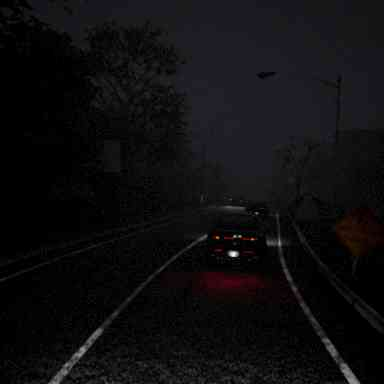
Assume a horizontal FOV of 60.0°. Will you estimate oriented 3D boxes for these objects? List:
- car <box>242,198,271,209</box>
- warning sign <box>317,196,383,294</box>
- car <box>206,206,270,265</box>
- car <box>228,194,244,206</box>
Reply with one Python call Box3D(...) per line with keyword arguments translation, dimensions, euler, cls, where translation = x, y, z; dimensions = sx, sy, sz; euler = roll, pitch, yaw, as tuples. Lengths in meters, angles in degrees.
Box3D(translation=(5.651, 1.426, 28.591), dimensions=(1.837, 1.490, 4.892), euler=(2, 1, 14), cls="car")
Box3D(translation=(3.781, 1.155, 7.592), dimensions=(1.300, 1.860, 1.060), euler=(7, 7, 8), cls="warning sign")
Box3D(translation=(1.665, 1.481, 11.729), dimensions=(1.837, 1.490, 4.892), euler=(1, 0, 12), cls="car")
Box3D(translation=(6.394, 1.118, 46.950), dimensions=(2.097, 1.767, 4.553), euler=(2, 1, 13), cls="car")
